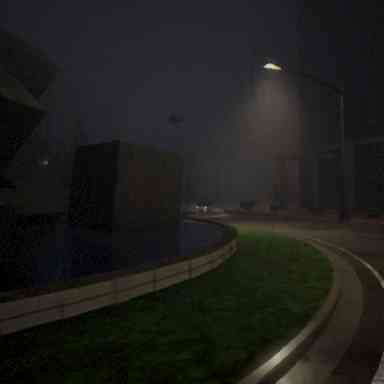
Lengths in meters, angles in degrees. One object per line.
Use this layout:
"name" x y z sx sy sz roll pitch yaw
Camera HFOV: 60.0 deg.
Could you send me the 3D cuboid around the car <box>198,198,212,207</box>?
"car" 2.470 1.960 62.875 1.837 1.490 4.892 -1 0 18
